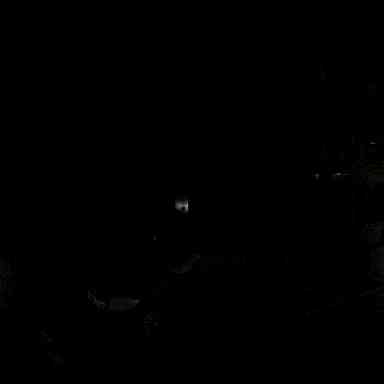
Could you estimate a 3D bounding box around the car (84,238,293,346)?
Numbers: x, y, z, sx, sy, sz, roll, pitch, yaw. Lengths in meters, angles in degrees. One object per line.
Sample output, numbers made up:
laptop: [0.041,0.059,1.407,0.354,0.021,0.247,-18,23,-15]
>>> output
car: [0.153,1.582,6.287,4.206,1.307,1.802,0,0,-35]
